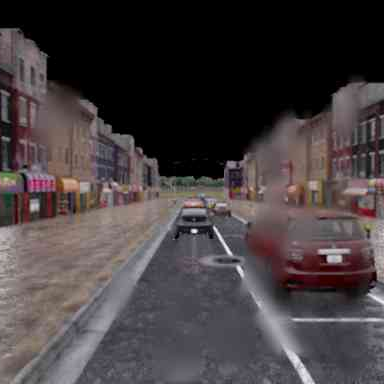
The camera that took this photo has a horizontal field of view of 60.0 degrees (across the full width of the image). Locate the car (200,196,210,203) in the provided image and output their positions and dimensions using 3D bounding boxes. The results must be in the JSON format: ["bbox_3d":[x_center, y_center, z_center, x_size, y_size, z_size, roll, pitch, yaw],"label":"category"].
[{"bbox_3d":[2.636,1.519,69.347,1.802,1.307,4.206,-1,0,0],"label":"car"}]

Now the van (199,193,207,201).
[{"bbox_3d":[2.633,1.270,80.411,1.690,1.788,3.998,-1,0,0],"label":"van"}]

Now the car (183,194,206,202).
[{"bbox_3d":[0.107,1.317,34.552,2.097,1.767,4.553,0,0,0],"label":"car"}]

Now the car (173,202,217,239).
[{"bbox_3d":[0.104,1.487,17.282,1.837,1.490,4.892,0,0,0],"label":"car"}]

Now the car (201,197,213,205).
[{"bbox_3d":[2.633,1.511,58.281,1.947,1.339,4.313,-1,0,0],"label":"car"}]

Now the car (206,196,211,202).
[{"bbox_3d":[2.629,1.484,41.854,1.752,1.417,4.829,-1,0,0],"label":"car"}]

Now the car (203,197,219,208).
[{"bbox_3d":[2.631,1.505,47.217,2.008,1.369,4.403,-1,0,0],"label":"car"}]

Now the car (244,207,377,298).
[{"bbox_3d":[2.618,1.306,8.489,2.192,1.841,5.009,-1,0,0],"label":"car"}]

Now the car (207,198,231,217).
[{"bbox_3d":[2.629,1.551,30.619,1.802,1.307,4.206,-1,0,0],"label":"car"}]

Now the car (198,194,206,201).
[{"bbox_3d":[2.636,1.365,85.944,1.967,1.590,4.097,-1,0,0],"label":"car"}]

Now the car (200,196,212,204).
[{"bbox_3d":[2.634,1.507,63.814,1.947,1.339,4.313,-1,0,0],"label":"car"}]

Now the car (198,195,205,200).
[{"bbox_3d":[2.639,1.446,91.647,1.752,1.417,4.829,-1,0,0],"label":"car"}]
